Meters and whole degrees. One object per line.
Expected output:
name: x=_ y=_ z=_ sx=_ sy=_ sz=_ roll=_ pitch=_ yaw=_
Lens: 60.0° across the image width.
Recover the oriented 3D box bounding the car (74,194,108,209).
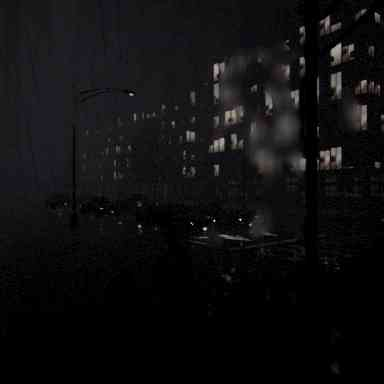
car: x=-10.810 y=0.976 z=35.360 sx=1.895 sy=1.301 sz=4.718 roll=0 pitch=1 yaw=-38

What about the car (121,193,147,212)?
car: x=-4.613 y=0.911 z=27.468 sx=2.097 sy=1.767 sz=4.553 roll=0 pitch=1 yaw=-38

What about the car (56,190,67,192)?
car: x=-25.406 y=0.300 z=64.824 sx=1.812 sy=1.442 sz=4.674 roll=0 pitch=1 yaw=-38

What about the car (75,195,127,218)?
car: x=-7.043 y=1.092 z=25.294 sx=1.812 sy=1.442 sz=4.674 roll=0 pitch=1 yaw=-38

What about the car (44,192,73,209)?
car: x=-13.242 y=0.947 z=33.193 sx=1.994 sy=1.385 sz=4.181 roll=0 pitch=1 yaw=-38

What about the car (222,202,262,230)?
car: x=1.576 y=1.289 z=19.667 sx=2.033 sy=1.411 sz=5.357 roll=0 pitch=1 yaw=-36

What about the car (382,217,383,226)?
car: x=12.676 y=1.425 z=17.185 sx=4.902 sy=1.511 sz=2.128 roll=3 pitch=3 yaw=28

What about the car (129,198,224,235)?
car: x=-1.030 y=1.292 z=17.668 sx=2.033 sy=1.411 sz=5.357 roll=0 pitch=1 yaw=-38
